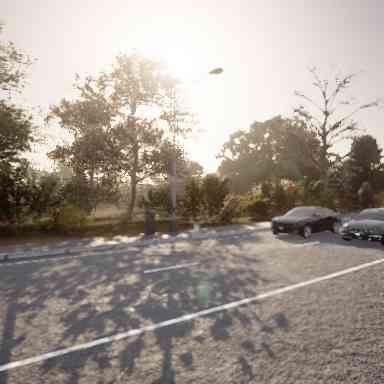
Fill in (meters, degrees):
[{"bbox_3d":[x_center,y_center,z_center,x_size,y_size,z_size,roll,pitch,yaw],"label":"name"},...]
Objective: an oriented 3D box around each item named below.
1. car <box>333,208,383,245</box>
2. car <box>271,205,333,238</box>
[{"bbox_3d":[8.852,1.542,15.704,4.892,1.490,1.837,0,0,-41],"label":"car"},{"bbox_3d":[6.297,1.520,18.119,5.008,1.535,1.882,0,0,-41],"label":"car"}]
